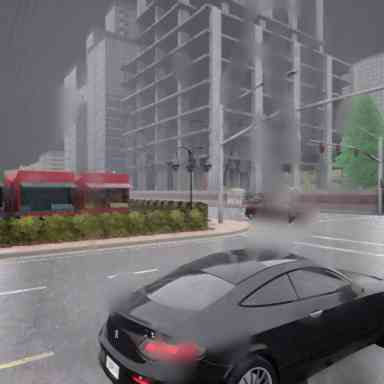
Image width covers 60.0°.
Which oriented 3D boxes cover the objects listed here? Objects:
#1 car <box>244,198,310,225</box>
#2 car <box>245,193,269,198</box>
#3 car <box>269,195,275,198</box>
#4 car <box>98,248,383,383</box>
[{"bbox_3d":[6.041,1.431,23.953,1.882,1.535,5.008,0,0,-36],"label":"car"},{"bbox_3d":[10.822,1.114,57.643,1.905,1.878,3.866,0,0,-36],"label":"car"},{"bbox_3d":[13.210,1.114,59.359,1.905,1.878,3.866,0,0,-36],"label":"car"},{"bbox_3d":[1.105,1.526,4.573,4.674,1.442,1.812,0,0,-35],"label":"car"}]
